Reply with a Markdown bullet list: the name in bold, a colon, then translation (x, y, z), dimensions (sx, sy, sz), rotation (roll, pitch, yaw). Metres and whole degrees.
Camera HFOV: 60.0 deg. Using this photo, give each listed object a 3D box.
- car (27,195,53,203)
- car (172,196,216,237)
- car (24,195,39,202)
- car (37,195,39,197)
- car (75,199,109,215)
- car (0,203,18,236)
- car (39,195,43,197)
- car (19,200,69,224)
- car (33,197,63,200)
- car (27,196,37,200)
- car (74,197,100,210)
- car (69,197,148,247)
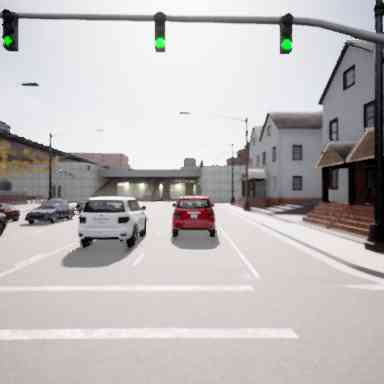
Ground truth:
- **car**: translation (-32.483, 1.481, 71.185), dimensions (2.038, 1.542, 4.974), rotation (0, 0, 29)
- **car**: translation (0.096, 1.226, 18.361), dimensions (2.150, 2.045, 5.566), rotation (0, 0, 0)
- **car**: translation (-31.724, 1.321, 65.860), dimensions (1.853, 1.218, 4.536), rotation (0, 0, -36)
- **car**: translation (-31.681, 1.477, 61.211), dimensions (2.038, 1.542, 4.974), rotation (0, 0, 44)
- **car**: translation (-10.544, 1.560, 35.571), dimensions (2.033, 1.411, 5.357), rotation (0, 0, 0)
- **car**: translation (-10.602, 1.496, 15.533), dimensions (2.128, 1.511, 4.902), rotation (0, 0, 0)
- **car**: translation (-31.693, 1.479, 65.819), dimensions (2.038, 1.542, 4.974), rotation (0, 0, -36)
- **car**: translation (-10.596, 1.556, 25.282), dimensions (2.033, 1.411, 5.357), rotation (0, 0, 0)
- **car**: translation (-14.053, 1.517, 34.208), dimensions (1.837, 1.490, 4.892), rotation (0, 0, 0)
- **car**: translation (-31.716, 1.319, 61.173), dimensions (1.853, 1.218, 4.536), rotation (0, 0, 44)
- **car**: translation (-14.008, 1.521, 44.622), dimensions (1.837, 1.490, 4.892), rotation (0, 0, 0)
- **car**: translation (-3.402, 1.225, 15.178), dimensions (2.150, 2.045, 5.566), rotation (0, 0, 0)
